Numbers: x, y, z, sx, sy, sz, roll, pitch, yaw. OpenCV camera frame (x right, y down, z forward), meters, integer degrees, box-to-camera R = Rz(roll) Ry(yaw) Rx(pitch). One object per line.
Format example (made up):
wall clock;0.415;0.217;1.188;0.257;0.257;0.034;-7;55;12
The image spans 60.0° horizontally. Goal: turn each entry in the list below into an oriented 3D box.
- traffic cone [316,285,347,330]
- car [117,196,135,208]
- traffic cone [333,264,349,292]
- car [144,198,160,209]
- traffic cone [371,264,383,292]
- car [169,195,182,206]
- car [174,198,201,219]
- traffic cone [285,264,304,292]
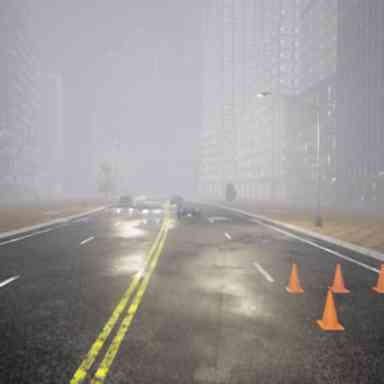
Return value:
traffic cone;2.304;1.937;5.558;0.340;0.580;0.340;0;0;1
car;-8.320;1.250;42.092;1.837;1.490;4.892;0;1;-6
traffic cone;3.323;1.931;7.548;0.340;0.580;0.340;0;0;1
car;-4.888;1.367;40.546;1.895;1.301;4.718;0;0;-6
traffic cone;4.323;1.935;7.539;0.340;0.580;0.340;0;0;1
car;-2.282;1.209;48.045;1.882;1.535;5.008;0;1;-7
car;-0.338;1.457;27.584;1.895;1.301;4.718;0;0;-4
traffic cone;2.323;1.927;7.558;0.340;0.580;0.340;0;0;1
